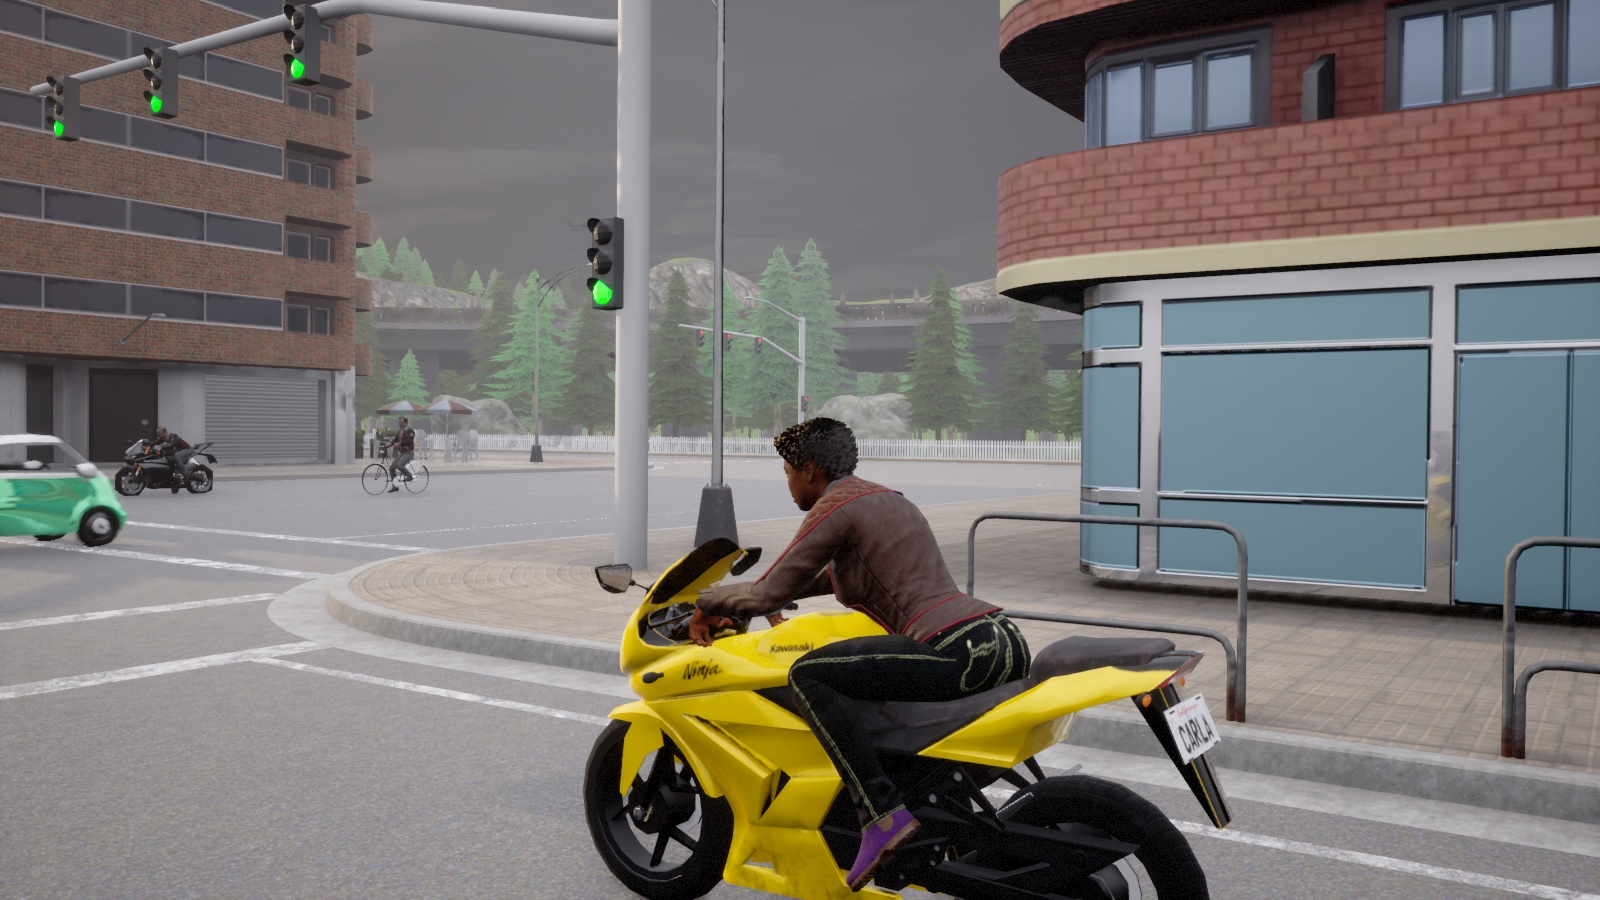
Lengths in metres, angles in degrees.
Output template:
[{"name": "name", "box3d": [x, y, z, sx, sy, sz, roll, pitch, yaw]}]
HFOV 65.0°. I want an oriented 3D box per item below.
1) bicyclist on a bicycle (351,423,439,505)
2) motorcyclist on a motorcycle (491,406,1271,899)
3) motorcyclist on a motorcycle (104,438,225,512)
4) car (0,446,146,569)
[{"name": "bicyclist on a bicycle", "box3d": [-9.107, 0.298, 28.300, 0.659, 1.776, 1.843, 0, 1, 34]}, {"name": "motorcyclist on a motorcycle", "box3d": [0.158, 0.664, 3.519, 2.044, 1.523, 0.797, 0, 1, 34]}, {"name": "motorcyclist on a motorcycle", "box3d": [-13.873, 0.517, 27.482, 0.866, 1.530, 2.191, 0, 1, 34]}, {"name": "car", "box3d": [-9.448, 0.664, 15.244, 1.481, 1.376, 2.207, 0, 1, 34]}]
